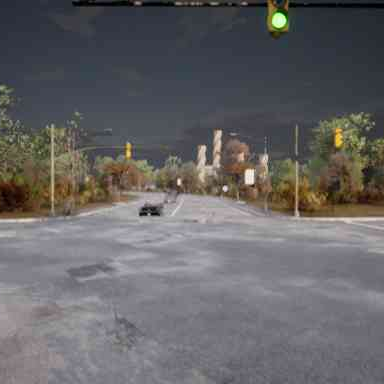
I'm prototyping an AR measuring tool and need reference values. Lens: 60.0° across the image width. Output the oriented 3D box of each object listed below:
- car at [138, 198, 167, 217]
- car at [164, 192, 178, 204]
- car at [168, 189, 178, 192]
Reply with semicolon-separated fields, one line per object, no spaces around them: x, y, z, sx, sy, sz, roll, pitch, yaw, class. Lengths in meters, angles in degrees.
-3.545;1.490;29.548;1.895;1.301;4.718;0;0;0;car
-3.594;1.236;55.391;2.128;1.511;4.902;0;2;0;car
-4.699;0.333;81.170;2.150;2.045;5.566;0;1;-8;car
